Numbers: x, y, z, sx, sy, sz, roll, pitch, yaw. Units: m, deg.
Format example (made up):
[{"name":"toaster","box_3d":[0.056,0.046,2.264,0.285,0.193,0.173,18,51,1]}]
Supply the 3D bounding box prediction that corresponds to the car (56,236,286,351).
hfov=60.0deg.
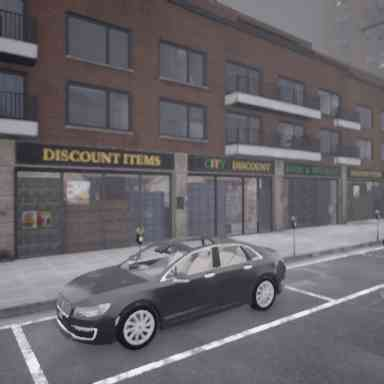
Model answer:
[{"name":"car","box_3d":[-0.128,1.538,6.098,4.403,1.369,2.008,0,0,-36]}]

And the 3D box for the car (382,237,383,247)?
[{"name":"car","box_3d":[8.854,1.526,12.515,4.206,1.307,1.802,0,0,-36]}]
